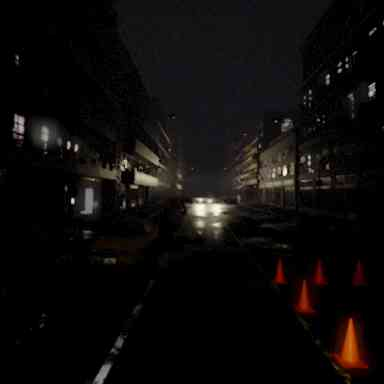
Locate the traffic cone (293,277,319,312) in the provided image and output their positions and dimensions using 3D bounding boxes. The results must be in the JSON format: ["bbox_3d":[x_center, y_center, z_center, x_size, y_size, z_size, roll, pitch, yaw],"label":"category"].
[{"bbox_3d":[2.190,1.992,6.490,0.340,0.580,0.340,1,0,1],"label":"traffic cone"}]

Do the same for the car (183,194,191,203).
[{"bbox_3d":[-1.554,1.313,33.915,2.192,1.841,5.009,1,0,1],"label":"car"}]

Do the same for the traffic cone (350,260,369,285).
[{"bbox_3d":[4.238,2.023,8.441,0.340,0.580,0.340,1,0,1],"label":"traffic cone"}]

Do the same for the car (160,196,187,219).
[{"bbox_3d":[-1.692,1.433,28.280,1.967,1.590,4.097,1,0,1],"label":"car"}]

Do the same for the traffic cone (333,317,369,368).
[{"bbox_3d":[2.143,1.990,4.491,0.340,0.580,0.340,1,0,1],"label":"traffic cone"}]

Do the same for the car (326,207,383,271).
[{"bbox_3d":[6.281,1.414,11.170,2.192,1.841,5.009,1,0,1],"label":"car"}]

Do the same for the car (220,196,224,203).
[{"bbox_3d":[7.768,1.694,73.152,1.887,1.381,4.507,1,0,1],"label":"car"}]

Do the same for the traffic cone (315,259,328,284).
[{"bbox_3d":[3.239,2.009,8.466,0.340,0.580,0.340,1,0,1],"label":"traffic cone"}]

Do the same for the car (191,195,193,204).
[{"bbox_3d":[-0.876,1.335,62.088,2.192,1.841,5.009,1,0,1],"label":"car"}]

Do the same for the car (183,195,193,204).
[{"bbox_3d":[-0.743,1.464,67.722,1.967,1.590,4.097,1,0,1],"label":"car"}]

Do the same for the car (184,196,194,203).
[{"bbox_3d":[-0.609,1.572,73.358,1.887,1.381,4.507,1,0,1],"label":"car"}]

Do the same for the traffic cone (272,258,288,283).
[{"bbox_3d":[2.239,1.994,8.489,0.340,0.580,0.340,1,0,1],"label":"traffic cone"}]

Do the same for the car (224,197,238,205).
[{"bbox_3d":[7.501,1.667,62.052,1.752,1.417,4.829,1,0,1],"label":"car"}]

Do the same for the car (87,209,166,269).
[{"bbox_3d":[-2.104,1.503,11.204,1.752,1.417,4.829,1,0,1],"label":"car"}]
